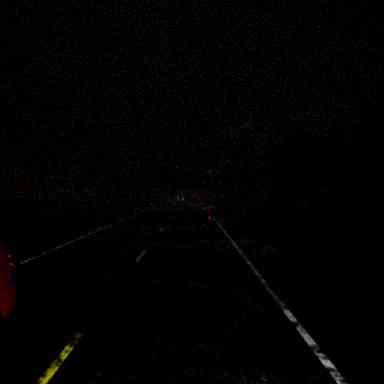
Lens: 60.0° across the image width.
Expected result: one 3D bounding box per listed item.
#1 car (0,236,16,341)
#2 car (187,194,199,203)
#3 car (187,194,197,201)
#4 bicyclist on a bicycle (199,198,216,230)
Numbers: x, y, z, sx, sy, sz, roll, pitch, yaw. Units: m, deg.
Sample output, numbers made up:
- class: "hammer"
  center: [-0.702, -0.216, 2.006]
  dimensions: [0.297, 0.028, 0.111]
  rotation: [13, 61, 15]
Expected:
- class: "car"
  center: [-3.599, 1.207, 2.515]
  dimensions: [2.150, 2.045, 5.566]
  rotation: [0, 0, 0]
- class: "car"
  center: [0.123, 1.200, 57.194]
  dimensions: [1.812, 1.442, 4.674]
  rotation: [0, 0, 0]
- class: "car"
  center: [0.032, 1.120, 73.651]
  dimensions: [2.033, 1.411, 5.357]
  rotation: [0, 0, 0]
- class: "bicyclist on a bicycle"
  center: [0.989, 1.327, 19.148]
  dimensions: [0.866, 1.612, 1.509]
  rotation: [0, 0, 0]
